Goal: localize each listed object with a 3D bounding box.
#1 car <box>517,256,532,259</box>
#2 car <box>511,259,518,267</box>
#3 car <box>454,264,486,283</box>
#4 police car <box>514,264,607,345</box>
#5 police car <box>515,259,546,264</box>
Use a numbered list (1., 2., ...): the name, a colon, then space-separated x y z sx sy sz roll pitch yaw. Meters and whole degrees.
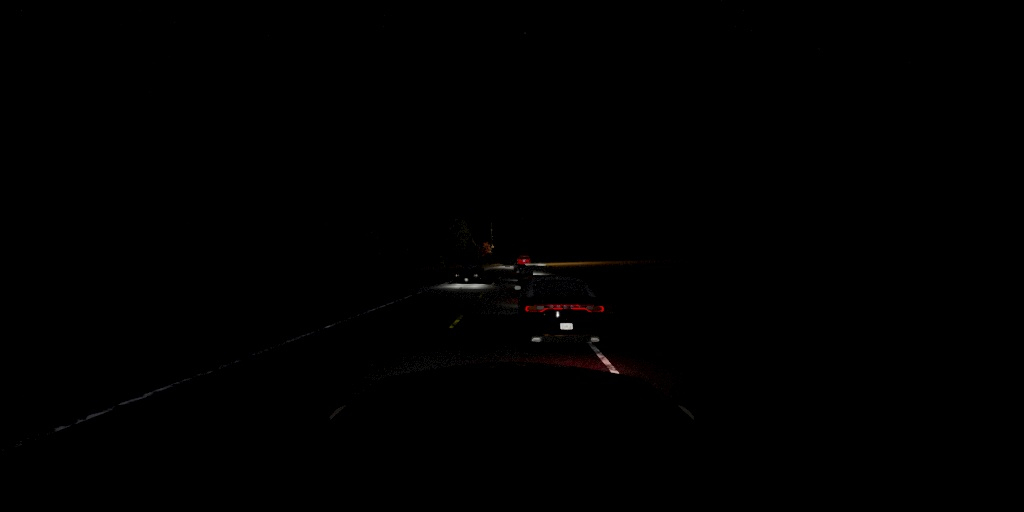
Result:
1. car: 2.099 0.956 59.935 2.150 2.045 5.566 0 0 4
2. car: 1.308 1.344 46.810 1.895 1.301 4.718 0 0 4
3. car: -3.132 1.298 27.963 2.033 1.411 5.357 0 0 2
4. police car: 1.099 1.175 9.623 1.930 1.638 5.238 0 0 1
5. police car: 1.272 1.176 19.588 1.930 1.638 5.238 0 0 1
